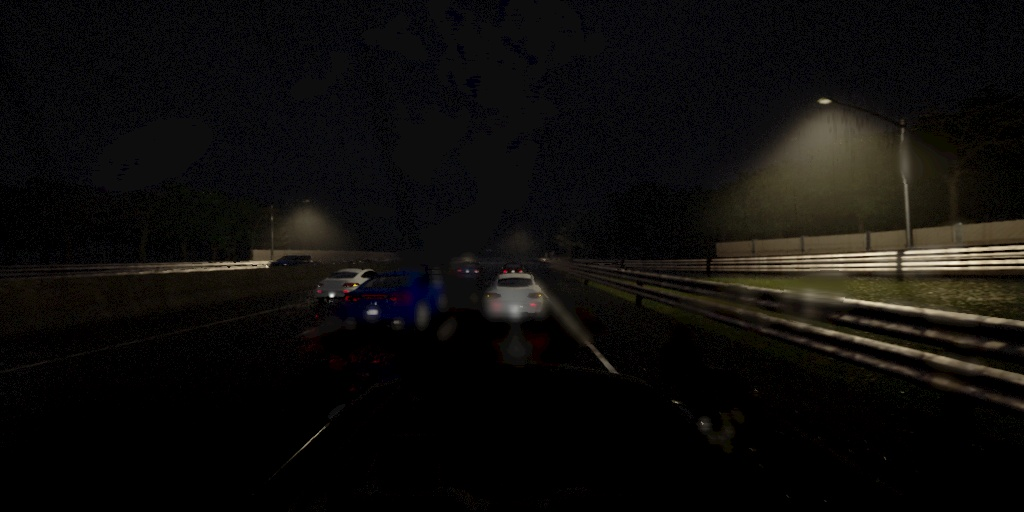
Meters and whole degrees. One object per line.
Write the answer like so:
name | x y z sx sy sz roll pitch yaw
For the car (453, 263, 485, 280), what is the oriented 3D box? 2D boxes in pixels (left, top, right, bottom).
car | -3.414 1.260 30.621 2.033 1.411 5.357 0 0 0

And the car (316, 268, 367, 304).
car | -6.894 1.259 16.044 1.812 1.442 4.674 0 0 0

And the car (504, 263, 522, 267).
car | 0.086 1.261 30.565 2.033 1.411 5.357 0 0 0

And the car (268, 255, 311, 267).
car | -24.565 0.926 40.111 2.150 2.045 5.566 0 0 1

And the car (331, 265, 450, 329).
car | -3.405 1.217 11.252 1.882 1.535 5.008 0 0 0

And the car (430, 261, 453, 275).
car | -6.916 1.212 35.050 1.837 1.490 4.892 0 0 0

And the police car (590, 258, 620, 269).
police car | 12.032 1.081 47.373 2.038 1.542 4.974 0 0 -20

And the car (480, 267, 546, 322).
car | 0.095 1.265 12.170 1.812 1.442 4.674 0 0 0

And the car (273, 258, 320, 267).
car | -21.091 1.197 36.022 2.128 1.511 4.902 0 0 0
